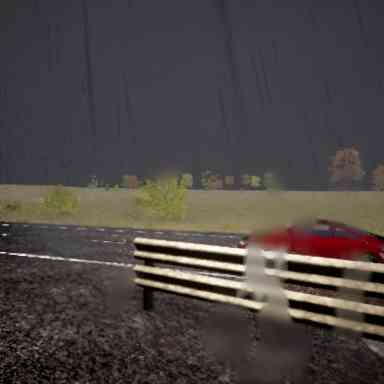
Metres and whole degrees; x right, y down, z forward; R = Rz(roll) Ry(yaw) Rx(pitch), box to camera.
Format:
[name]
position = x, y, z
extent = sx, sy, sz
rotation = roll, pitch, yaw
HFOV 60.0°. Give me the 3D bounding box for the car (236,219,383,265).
[car]
position = 3.363, 1.473, 9.503
extent = 4.181, 1.385, 1.994
rotation = 0, 0, 23
